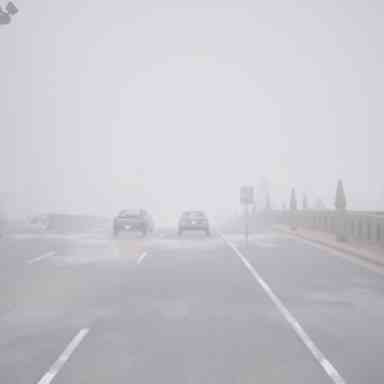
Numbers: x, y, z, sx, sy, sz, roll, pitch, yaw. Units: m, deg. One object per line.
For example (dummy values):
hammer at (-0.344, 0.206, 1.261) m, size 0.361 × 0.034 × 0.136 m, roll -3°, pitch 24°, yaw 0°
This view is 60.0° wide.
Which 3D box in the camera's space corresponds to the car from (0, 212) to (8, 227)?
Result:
car at (-14.031, 1.502, 20.194) m, size 2.150 × 2.045 × 5.566 m, roll 0°, pitch -3°, yaw 1°

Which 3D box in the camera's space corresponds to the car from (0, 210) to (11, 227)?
car at (-20.986, 2.700, 34.193) m, size 2.097 × 1.767 × 4.553 m, roll 0°, pitch -6°, yaw 0°

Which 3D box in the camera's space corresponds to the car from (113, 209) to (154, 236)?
car at (-3.393, 1.753, 19.862) m, size 2.128 × 1.511 × 4.902 m, roll 0°, pitch -3°, yaw 0°

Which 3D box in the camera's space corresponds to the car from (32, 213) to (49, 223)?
car at (-17.486, 3.233, 39.944) m, size 1.837 × 1.490 × 4.892 m, roll 0°, pitch -7°, yaw 0°

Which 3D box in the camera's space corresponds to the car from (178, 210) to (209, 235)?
car at (0.107, 1.852, 20.769) m, size 2.033 × 1.411 × 5.357 m, roll 0°, pitch -3°, yaw 0°

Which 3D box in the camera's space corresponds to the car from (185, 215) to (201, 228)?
car at (0.115, 3.756, 41.628) m, size 1.812 × 1.442 × 4.674 m, roll 0°, pitch -7°, yaw 0°
